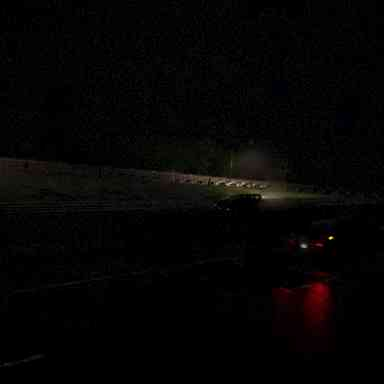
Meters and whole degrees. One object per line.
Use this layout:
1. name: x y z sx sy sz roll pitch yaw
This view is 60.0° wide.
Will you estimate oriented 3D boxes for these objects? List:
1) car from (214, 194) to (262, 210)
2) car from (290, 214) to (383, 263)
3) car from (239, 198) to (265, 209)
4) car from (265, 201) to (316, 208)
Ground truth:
1. car: 4.818 1.209 33.148 5.566 2.045 2.150 0 0 -35
2. car: 5.445 1.520 11.914 4.674 1.442 1.812 0 0 -35
3. car: 6.890 1.514 30.327 4.674 1.442 1.812 0 0 -35
4. car: 8.792 1.536 27.386 5.357 1.411 2.033 0 0 -35
